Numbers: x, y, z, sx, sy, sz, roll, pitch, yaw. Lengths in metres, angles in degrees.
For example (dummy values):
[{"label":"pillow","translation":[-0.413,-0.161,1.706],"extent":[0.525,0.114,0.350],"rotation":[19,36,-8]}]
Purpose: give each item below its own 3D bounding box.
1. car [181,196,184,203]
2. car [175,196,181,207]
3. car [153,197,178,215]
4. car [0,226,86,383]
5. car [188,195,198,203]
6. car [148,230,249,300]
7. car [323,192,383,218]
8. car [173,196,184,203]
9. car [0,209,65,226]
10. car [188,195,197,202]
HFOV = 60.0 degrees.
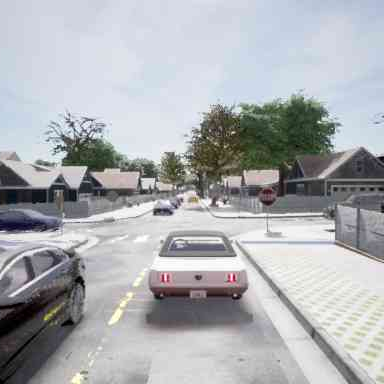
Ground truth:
[{"label":"car","translation":[-2.739,1.507,53.702],"extent":[1.895,1.301,4.718],"rotation":[0,0,0]},{"label":"car","translation":[-2.764,1.450,43.630],"extent":[1.812,1.442,4.674],"rotation":[0,0,0]},{"label":"car","translation":[-2.787,1.493,33.605],"extent":[2.033,1.411,5.357],"rotation":[0,0,0]},{"label":"car","translation":[-2.842,1.490,4.228],"extent":[2.128,1.511,4.902],"rotation":[0,0,0]},{"label":"car","translation":[0.222,1.364,66.176],"extent":[1.882,1.535,5.008],"rotation":[0,0,0]},{"label":"car","translation":[0.120,1.596,8.356],"extent":[1.895,1.301,4.718],"rotation":[0,0,0]},{"label":"car","translation":[11.629,0.949,23.362],"extent":[4.553,1.767,2.097],"rotation":[-2,0,0]},{"label":"car","translation":[-2.650,1.487,66.427],"extent":[1.895,1.301,4.718],"rotation":[0,0,1]},{"label":"car","translation":[-10.071,1.739,19.930],"extent":[4.674,1.442,1.812],"rotation":[-2,0,5]},{"label":"car","translation":[0.144,1.398,76.136],"extent":[2.128,1.511,4.902],"rotation":[0,0,0]}]
